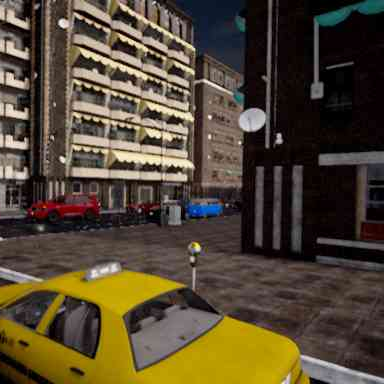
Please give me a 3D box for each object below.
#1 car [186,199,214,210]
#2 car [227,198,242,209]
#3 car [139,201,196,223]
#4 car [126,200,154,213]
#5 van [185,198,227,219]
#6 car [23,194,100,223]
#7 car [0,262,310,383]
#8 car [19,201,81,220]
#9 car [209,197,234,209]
[{"bbox_3d":[1.190,1.713,46.057,1.802,1.307,4.206,1,0,37],"label":"car"},{"bbox_3d":[6.400,1.721,48.660,2.128,1.511,4.902,2,1,37],"label":"car"},{"bbox_3d":[-1.956,1.739,27.722,1.947,1.339,4.313,1,0,37],"label":"car"},{"bbox_3d":[-5.393,1.585,37.161,1.887,1.381,4.507,1,0,37],"label":"car"},{"bbox_3d":[1.339,1.560,32.170,1.690,1.788,3.998,1,0,37],"label":"van"},{"bbox_3d":[-10.037,1.223,26.527,2.150,2.045,5.566,2,0,36],"label":"car"},{"bbox_3d":[-1.214,1.509,3.896,4.829,1.417,1.752,0,1,36],"label":"car"},{"bbox_3d":[-11.977,1.499,28.267,2.008,1.369,4.403,1,0,37],"label":"car"},{"bbox_3d":[4.484,1.617,50.504,1.967,1.590,4.097,1,0,37],"label":"car"}]
